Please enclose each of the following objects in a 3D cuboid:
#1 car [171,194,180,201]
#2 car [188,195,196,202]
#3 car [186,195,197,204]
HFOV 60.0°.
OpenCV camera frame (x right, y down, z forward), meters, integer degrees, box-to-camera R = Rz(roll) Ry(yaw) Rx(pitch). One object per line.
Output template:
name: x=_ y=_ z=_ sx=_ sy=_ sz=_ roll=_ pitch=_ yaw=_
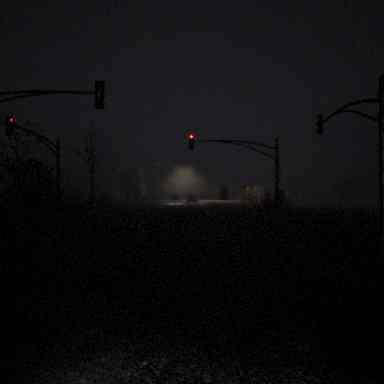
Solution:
car: x=-3.564 y=1.195 z=72.195 sx=1.837 sy=1.490 sz=4.892 roll=0 pitch=0 yaw=0
car: x=-0.069 y=1.425 z=78.028 sx=1.837 sy=1.490 sz=4.892 roll=0 pitch=0 yaw=0
car: x=-0.060 y=1.424 z=67.993 sx=2.097 sy=1.767 sz=4.553 roll=0 pitch=0 yaw=0
